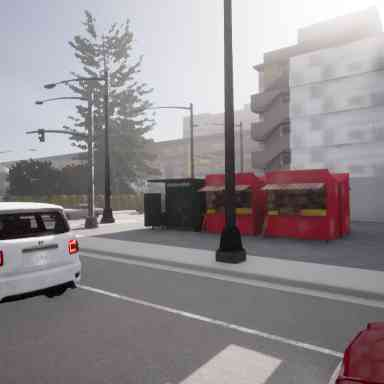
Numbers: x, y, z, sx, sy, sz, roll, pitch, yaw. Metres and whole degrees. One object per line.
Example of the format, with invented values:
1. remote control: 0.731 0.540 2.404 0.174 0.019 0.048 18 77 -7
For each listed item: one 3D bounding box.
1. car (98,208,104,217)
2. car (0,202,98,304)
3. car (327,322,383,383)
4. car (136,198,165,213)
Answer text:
1. car: -10.147 1.733 29.428 1.895 1.301 4.718 -1 -1 36
2. car: -4.811 1.234 7.382 5.566 2.045 2.150 0 0 36
3. car: 3.204 1.601 1.698 4.718 1.301 1.895 0 0 35
4. car: -4.185 1.483 37.641 2.097 1.767 4.553 -1 -1 36
